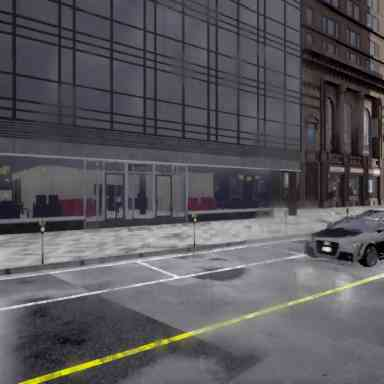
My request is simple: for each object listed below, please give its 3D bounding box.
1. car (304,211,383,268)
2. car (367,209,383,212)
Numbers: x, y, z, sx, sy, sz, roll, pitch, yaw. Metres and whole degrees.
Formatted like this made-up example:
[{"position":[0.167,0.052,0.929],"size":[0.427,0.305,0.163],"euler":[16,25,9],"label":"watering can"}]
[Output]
[{"position":[5.745,1.564,11.340],"size":[4.181,1.385,1.994],"euler":[0,0,-36],"label":"car"},{"position":[9.998,1.567,17.645],"size":[4.313,1.339,1.947],"euler":[0,0,-36],"label":"car"}]
